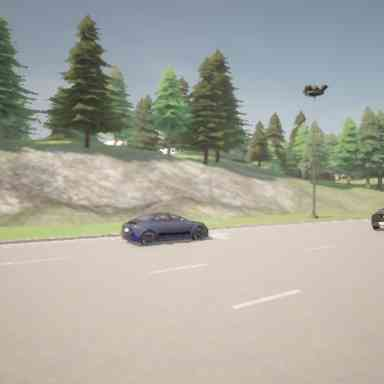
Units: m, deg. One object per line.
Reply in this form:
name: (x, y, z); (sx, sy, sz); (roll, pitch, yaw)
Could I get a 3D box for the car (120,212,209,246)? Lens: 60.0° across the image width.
car: (-1.250, 1.652, 15.774); (4.181, 1.385, 1.994); (1, 0, -35)

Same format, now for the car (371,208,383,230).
car: (13.851, 1.767, 22.229); (4.892, 1.490, 1.837); (1, -1, -35)
